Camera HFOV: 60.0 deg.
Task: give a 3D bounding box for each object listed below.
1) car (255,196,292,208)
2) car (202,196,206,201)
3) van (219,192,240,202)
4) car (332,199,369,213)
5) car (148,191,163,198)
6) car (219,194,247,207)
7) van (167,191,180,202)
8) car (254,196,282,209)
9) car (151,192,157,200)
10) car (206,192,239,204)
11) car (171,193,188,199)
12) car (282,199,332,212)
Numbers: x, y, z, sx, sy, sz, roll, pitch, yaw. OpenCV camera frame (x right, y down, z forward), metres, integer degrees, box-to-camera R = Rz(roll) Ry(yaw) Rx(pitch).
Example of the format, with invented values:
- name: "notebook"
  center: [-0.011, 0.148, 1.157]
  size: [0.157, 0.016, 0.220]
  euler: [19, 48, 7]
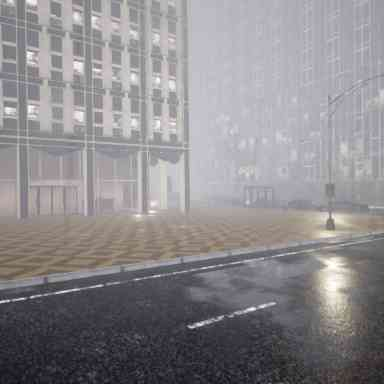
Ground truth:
- name: "car"
  center: [10.687, 1.275, 43.763]
  size: [1.812, 1.442, 4.674]
  euler: [-1, 1, -34]
- name: "car"
  center: [3.535, 1.043, 64.591]
  size: [1.802, 1.307, 4.206]
  euler: [0, 1, -34]
- name: "van"
  center: [6.730, 0.855, 59.889]
  size: [1.690, 1.788, 3.998]
  euler: [0, 1, -34]
- name: "car"
  center: [16.426, 1.405, 35.328]
  size: [1.994, 1.385, 4.181]
  euler: [-1, 1, -34]
- name: "car"
  center: [-9.252, 0.686, 83.388]
  size: [1.967, 1.590, 4.097]
  euler: [0, 1, -34]
- name: "car"
  center: [6.150, 1.319, 45.753]
  size: [1.947, 1.339, 4.313]
  euler: [0, 1, -34]
- name: "van"
  center: [-3.395, 0.937, 59.877]
  size: [1.690, 1.788, 3.998]
  euler: [0, 1, -34]
- name: "car"
  center: [9.298, 1.388, 41.021]
  size: [1.802, 1.307, 4.206]
  euler: [0, 1, -34]
- name: "car"
  center: [-9.788, 1.040, 69.279]
  size: [2.008, 1.369, 4.403]
  euler: [0, 1, -34]
- name: "car"
  center: [4.861, 1.159, 52.356]
  size: [1.837, 1.490, 4.892]
  euler: [-1, 1, -34]
- name: "car"
  center: [-2.858, 0.936, 73.991]
  size: [1.802, 1.307, 4.206]
  euler: [0, 1, -34]
- name: "car"
  center: [12.480, 1.423, 36.310]
  size: [1.947, 1.339, 4.313]
  euler: [0, 1, -34]
